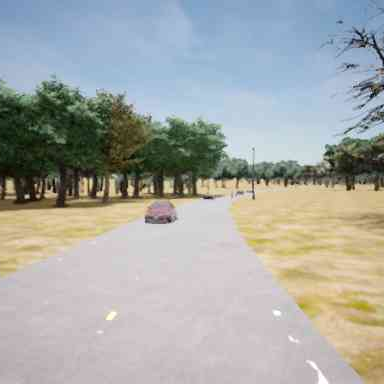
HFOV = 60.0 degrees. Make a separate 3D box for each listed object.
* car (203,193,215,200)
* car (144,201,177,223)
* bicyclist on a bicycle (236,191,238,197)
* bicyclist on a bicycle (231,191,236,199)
[{"bbox_3d":[3.327,0.893,64.980,1.895,1.301,4.718,1,1,11],"label":"car"},{"bbox_3d":[-2.155,1.364,23.914,1.812,1.442,4.674,0,1,4],"label":"car"},{"bbox_3d":[10.919,0.458,81.678,0.866,1.612,1.509,1,1,14],"label":"bicyclist on a bicycle"},{"bbox_3d":[8.752,0.651,72.355,0.582,1.620,1.656,1,1,12],"label":"bicyclist on a bicycle"}]
